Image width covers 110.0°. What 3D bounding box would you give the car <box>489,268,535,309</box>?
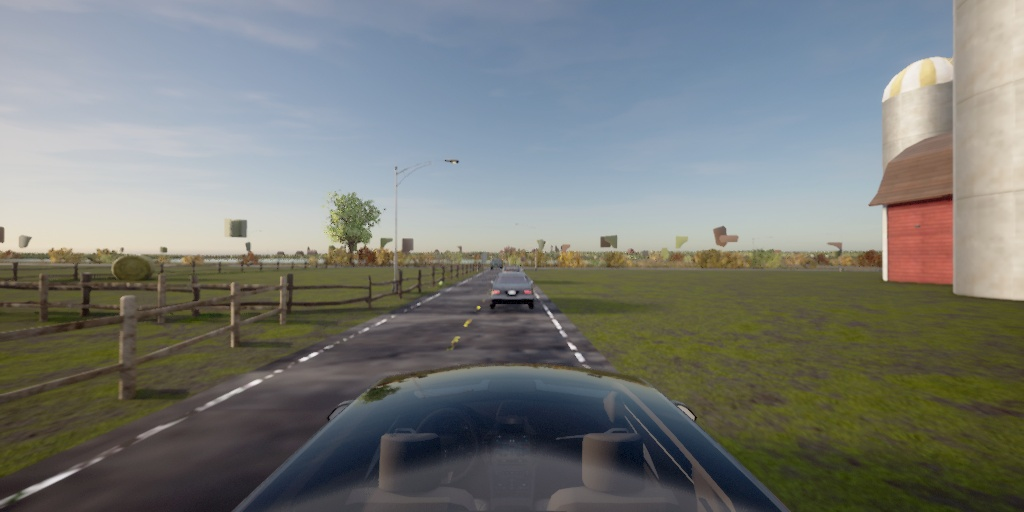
[{"bbox_3d":[-0.002,1.430,15.841,2.033,1.411,5.357,0,-1,0],"label":"car"}]

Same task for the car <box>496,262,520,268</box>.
[{"bbox_3d":[-0.004,1.513,31.154,2.128,1.511,4.902,0,0,0],"label":"car"}]
